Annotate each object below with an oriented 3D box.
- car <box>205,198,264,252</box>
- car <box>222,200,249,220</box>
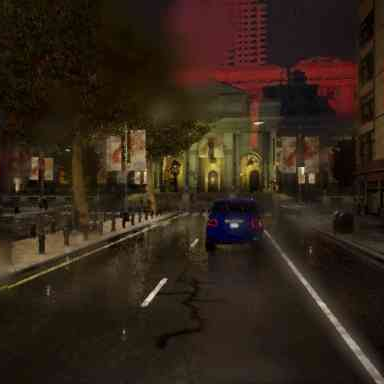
[{"bbox_3d":[1.820,1.255,14.199,2.150,2.045,5.566,0,0,8],"label":"car"},{"bbox_3d":[3.777,1.492,29.041,2.128,1.511,4.902,0,0,8],"label":"car"}]
